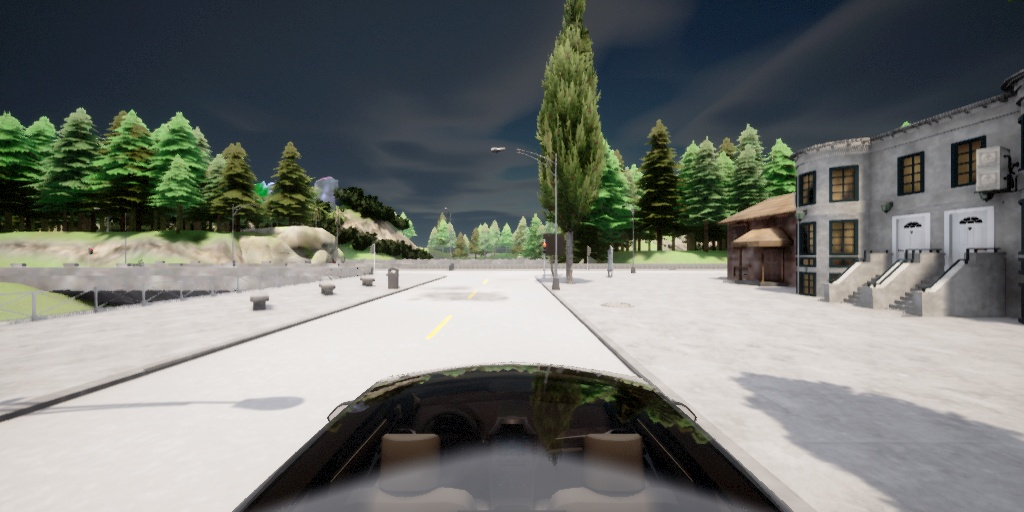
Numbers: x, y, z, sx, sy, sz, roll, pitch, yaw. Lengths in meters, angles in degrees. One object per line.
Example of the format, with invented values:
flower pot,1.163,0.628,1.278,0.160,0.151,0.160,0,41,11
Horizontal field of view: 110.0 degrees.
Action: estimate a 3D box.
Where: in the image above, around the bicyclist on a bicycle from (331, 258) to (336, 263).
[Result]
bicyclist on a bicycle,-24.507,1.073,49.170,0.582,1.620,1.656,0,0,0
